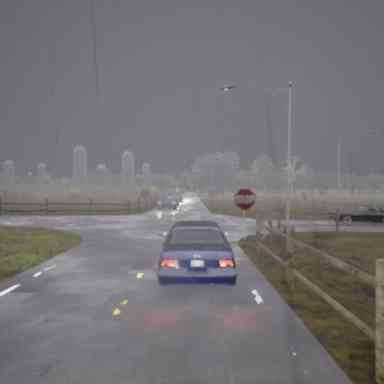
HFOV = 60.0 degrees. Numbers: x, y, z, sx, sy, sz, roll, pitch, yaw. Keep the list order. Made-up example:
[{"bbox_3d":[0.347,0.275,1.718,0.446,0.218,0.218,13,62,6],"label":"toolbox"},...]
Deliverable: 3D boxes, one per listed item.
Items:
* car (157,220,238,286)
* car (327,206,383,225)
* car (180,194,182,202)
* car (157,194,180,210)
[{"bbox_3d":[0.105,1.499,9.309,2.033,1.411,5.357,0,0,0],"label":"car"},{"bbox_3d":[12.750,1.729,24.906,4.718,1.301,1.895,1,1,0],"label":"car"},{"bbox_3d":[-2.822,1.203,49.021,1.882,1.535,5.008,0,0,0],"label":"car"},{"bbox_3d":[-2.779,1.144,38.282,2.097,1.767,4.553,0,0,-1],"label":"car"}]
